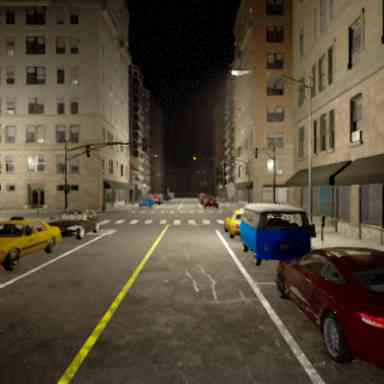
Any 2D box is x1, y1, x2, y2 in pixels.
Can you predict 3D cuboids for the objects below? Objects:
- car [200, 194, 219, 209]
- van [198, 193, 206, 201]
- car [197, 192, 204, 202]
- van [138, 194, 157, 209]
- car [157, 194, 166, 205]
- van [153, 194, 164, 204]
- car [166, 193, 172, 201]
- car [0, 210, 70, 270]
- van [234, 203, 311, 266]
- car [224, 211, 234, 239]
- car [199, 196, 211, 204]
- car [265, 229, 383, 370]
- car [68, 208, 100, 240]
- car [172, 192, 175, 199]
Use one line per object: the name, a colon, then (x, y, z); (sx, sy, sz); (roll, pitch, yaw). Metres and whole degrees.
car: (2.464, 1.369, 44.103); (1.967, 1.590, 4.097); (0, 0, 0)
van: (2.307, 1.185, 77.613); (1.690, 1.788, 3.998); (0, 0, 0)
car: (2.411, 1.222, 55.273); (2.192, 1.841, 5.009); (0, 0, 0)
van: (-6.062, 1.291, 44.046); (1.690, 1.788, 3.998); (0, 0, 0)
car: (-6.115, 1.243, 55.218); (2.192, 1.841, 5.009); (0, 0, 0)
van: (-6.140, 1.256, 60.803); (1.690, 1.788, 3.998); (0, 0, 0)
car: (-6.218, 1.410, 77.563); (1.887, 1.381, 4.507); (0, 0, 0)
car: (-5.907, 1.527, 11.013); (1.752, 1.417, 4.829); (0, 0, 0)
van: (2.617, 1.322, 11.239); (1.690, 1.788, 3.998); (0, 0, 0)
car: (2.590, 1.497, 17.078); (1.752, 1.417, 4.829); (0, 0, 0)
car: (2.385, 1.460, 60.858); (1.947, 1.339, 4.313); (0, 0, 0)
car: (2.644, 1.570, 5.569); (1.802, 1.307, 4.206); (0, 0, 0)
car: (-5.934, 1.543, 16.850); (2.008, 1.369, 4.403); (0, 0, 0)
car: (-6.271, 1.392, 88.735); (1.947, 1.339, 4.313); (0, 0, 0)
